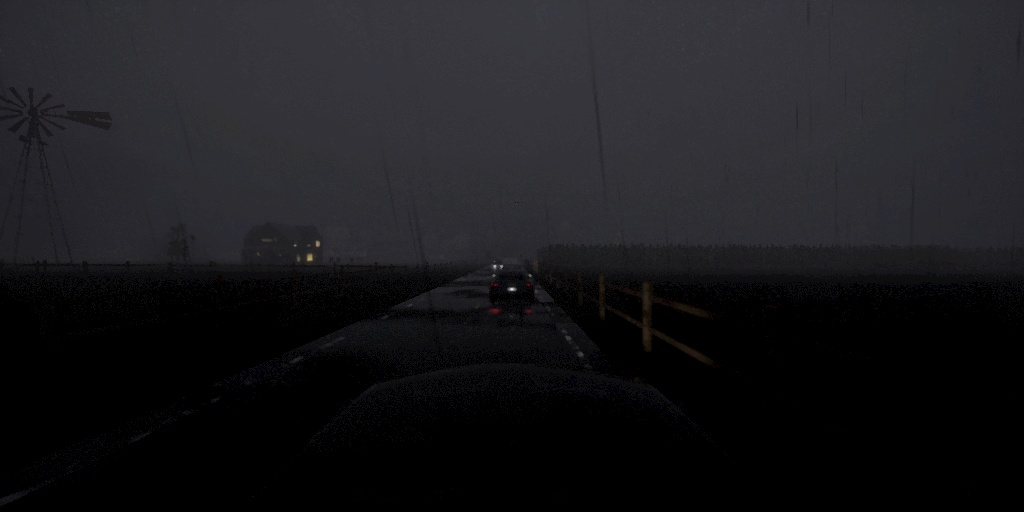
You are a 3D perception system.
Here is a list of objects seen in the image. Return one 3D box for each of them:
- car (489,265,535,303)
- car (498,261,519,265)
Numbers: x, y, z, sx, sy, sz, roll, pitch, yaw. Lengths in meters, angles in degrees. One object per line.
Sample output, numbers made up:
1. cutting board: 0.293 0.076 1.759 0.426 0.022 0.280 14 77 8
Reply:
1. car: 0.000 1.314 16.502 1.994 1.385 4.181 0 0 0
2. car: 0.000 1.342 31.532 1.895 1.301 4.718 0 0 0
